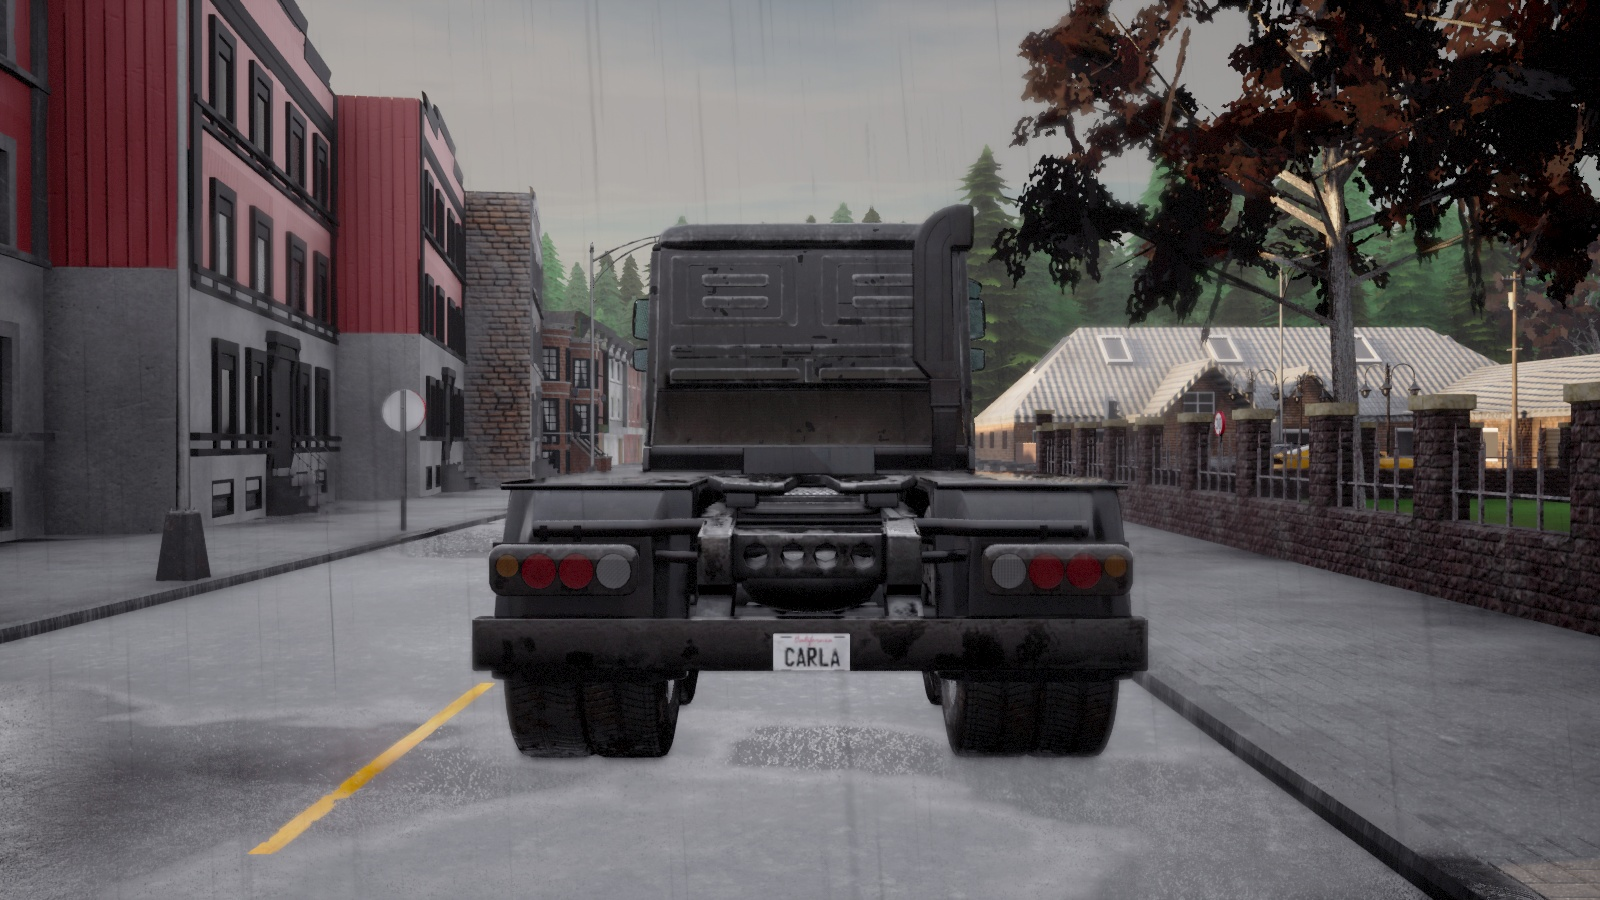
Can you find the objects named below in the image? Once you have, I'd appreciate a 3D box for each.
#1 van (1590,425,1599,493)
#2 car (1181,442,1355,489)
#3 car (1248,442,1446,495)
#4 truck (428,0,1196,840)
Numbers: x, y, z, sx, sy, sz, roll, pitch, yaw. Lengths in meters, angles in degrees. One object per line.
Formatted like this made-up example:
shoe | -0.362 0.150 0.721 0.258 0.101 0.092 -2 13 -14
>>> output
van | 26.112 0.282 36.942 4.480 2.038 2.069 0 0 -1
car | 15.238 0.483 41.071 4.902 1.511 2.128 0 0 0
car | 16.047 0.528 36.972 5.008 1.535 1.882 0 0 -1
truck | 0.065 -0.284 8.702 2.891 3.462 7.936 0 0 0
